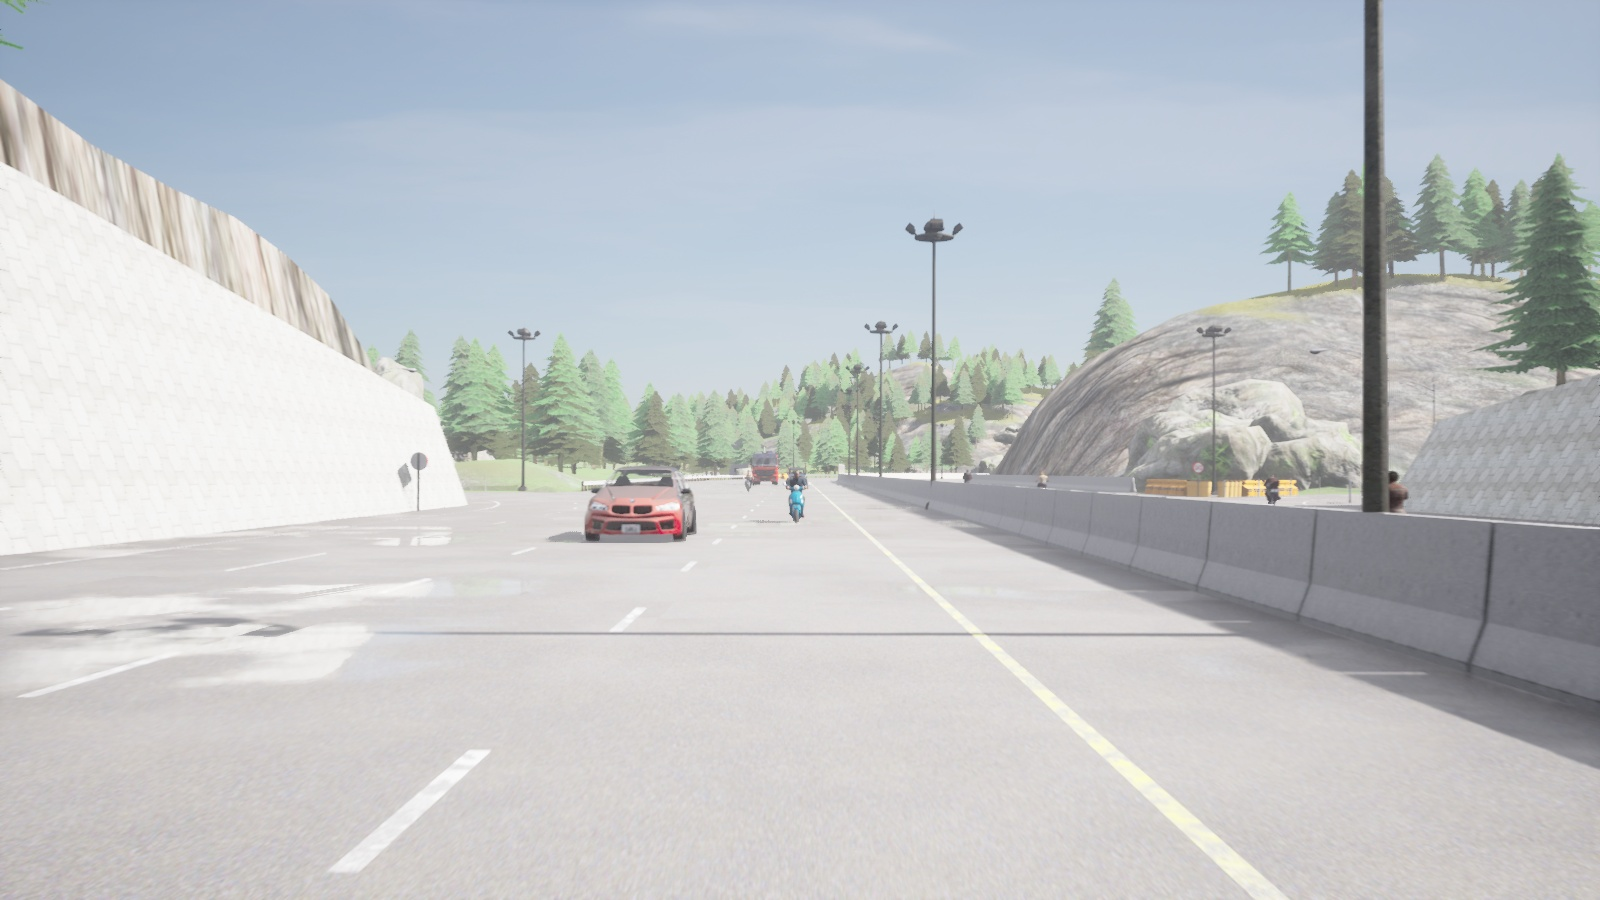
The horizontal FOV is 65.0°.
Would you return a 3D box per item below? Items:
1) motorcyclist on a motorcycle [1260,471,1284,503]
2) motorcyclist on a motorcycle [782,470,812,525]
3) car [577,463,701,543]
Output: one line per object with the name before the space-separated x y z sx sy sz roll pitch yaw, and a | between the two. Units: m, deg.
motorcyclist on a motorcycle | 22.714 1.771 60.458 0.866 1.530 2.191 0 -1 15
motorcyclist on a motorcycle | -0.091 1.398 37.638 0.866 1.590 1.817 0 -1 0
car | -3.570 1.154 28.724 2.242 1.667 4.611 0 -1 0
